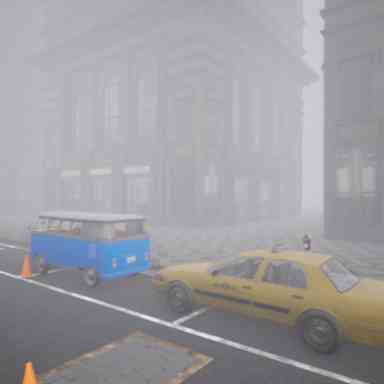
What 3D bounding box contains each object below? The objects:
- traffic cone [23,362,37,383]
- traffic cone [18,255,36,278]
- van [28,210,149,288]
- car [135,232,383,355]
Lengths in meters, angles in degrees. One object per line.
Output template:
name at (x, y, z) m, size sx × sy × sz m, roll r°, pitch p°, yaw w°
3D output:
traffic cone at (-1.619, 1.995, 3.306) m, size 0.340 × 0.580 × 0.340 m, roll 0°, pitch -1°, yaw 37°
traffic cone at (-4.616, 2.056, 9.308) m, size 0.340 × 0.580 × 0.340 m, roll 0°, pitch -1°, yaw 37°
van at (-3.000, 1.455, 9.400) m, size 3.998 × 1.788 × 1.690 m, roll 0°, pitch -1°, yaw 37°
car at (1.342, 1.625, 6.136) m, size 4.829 × 1.417 × 1.752 m, roll 0°, pitch -1°, yaw 37°
